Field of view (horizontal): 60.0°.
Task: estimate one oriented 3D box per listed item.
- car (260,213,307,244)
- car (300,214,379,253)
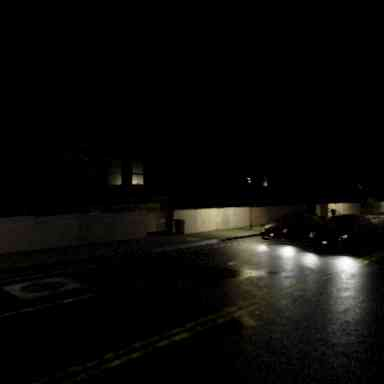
[{"bbox_3d":[5.673,1.903,18.407,4.674,1.442,1.812,1,-2,-44],"label":"car"},{"bbox_3d":[7.061,1.800,15.220,4.674,1.442,1.812,0,-2,-44],"label":"car"}]
